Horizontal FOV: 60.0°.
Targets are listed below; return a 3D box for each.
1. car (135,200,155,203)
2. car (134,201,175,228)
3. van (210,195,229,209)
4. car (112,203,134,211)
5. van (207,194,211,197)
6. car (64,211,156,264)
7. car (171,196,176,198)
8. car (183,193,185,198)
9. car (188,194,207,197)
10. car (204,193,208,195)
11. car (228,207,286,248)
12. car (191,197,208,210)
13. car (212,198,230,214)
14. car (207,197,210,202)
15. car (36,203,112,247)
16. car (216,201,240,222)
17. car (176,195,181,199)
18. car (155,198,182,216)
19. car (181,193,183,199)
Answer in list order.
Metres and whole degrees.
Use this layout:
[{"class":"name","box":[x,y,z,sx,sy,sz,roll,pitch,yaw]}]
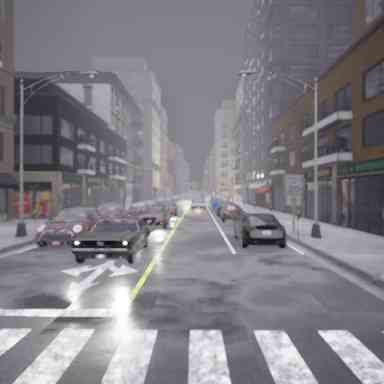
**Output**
[{"class":"car","box":[-4.881,1.577,31.246,1.802,1.307,4.206,0,0,1]},{"class":"car","box":[-2.499,1.559,22.017,1.994,1.385,4.181,0,0,2]},{"class":"van","box":[3.238,1.347,36.618,1.690,1.788,3.998,0,0,1]},{"class":"car","box":[-5.071,1.433,20.226,1.967,1.590,4.097,0,0,1]},{"class":"van","box":[3.428,1.356,47.637,1.690,1.788,3.998,0,0,1]},{"class":"car","box":[-2.675,1.597,12.041,1.895,1.301,4.718,0,0,1]},{"class":"car","box":[-4.405,1.571,58.796,2.008,1.369,4.403,0,0,1]},{"class":"car","box":[-3.833,1.622,91.857,1.947,1.339,4.313,0,0,1]},{"class":"car","box":[0.875,1.510,52.444,2.128,1.511,4.902,0,0,1]},{"class":"car","box":[3.379,1.565,68.545,1.812,1.442,4.674,0,0,1]},{"class":"car","box":[2.857,1.567,14.577,1.947,1.339,4.313,0,0,1]},{"class":"car","box":[0.803,1.608,42.360,1.895,1.301,4.718,0,0,1]},{"class":"car","box":[3.142,1.569,31.108,1.947,1.339,4.313,0,0,1]},{"class":"car","box":[3.333,1.560,42.128,2.008,1.369,4.403,0,0,1]},{"class":"car","box":[-5.166,1.433,14.717,1.967,1.590,4.097,0,0,1]},{"class":"car","box":[3.048,1.583,25.598,1.802,1.307,4.206,0,0,1]},{"class":"car","box":[-4.119,1.621,75.327,1.802,1.307,4.206,0,0,1]},{"class":"car","box":[-2.320,1.562,31.975,1.994,1.385,4.181,0,0,1]},{"class":"car","box":[-3.929,1.596,86.347,1.887,1.381,4.507,0,0,1]}]
